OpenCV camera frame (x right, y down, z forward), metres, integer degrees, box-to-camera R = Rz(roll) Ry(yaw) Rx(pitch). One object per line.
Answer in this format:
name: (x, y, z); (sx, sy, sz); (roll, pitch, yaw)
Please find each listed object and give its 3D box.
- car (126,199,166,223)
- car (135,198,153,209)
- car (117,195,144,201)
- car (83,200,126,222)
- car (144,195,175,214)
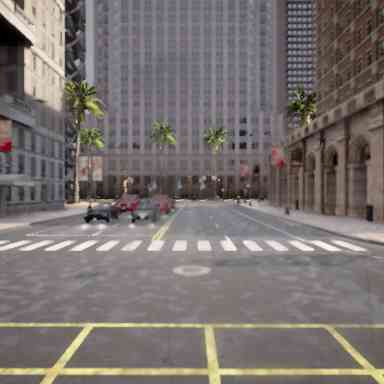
car: (-3.593, 1.559, 26.666); (2.128, 1.511, 4.902); (0, 0, 0)
car: (-6.855, 1.626, 47.671); (1.837, 1.490, 4.892); (0, 0, 1)
car: (-6.992, 1.316, 37.211); (2.150, 2.045, 5.566); (0, 0, 1)
car: (-7.098, 1.616, 26.958); (2.033, 1.411, 5.357); (0, 0, 0)
car: (-3.503, 1.315, 36.813); (2.150, 2.045, 5.566); (0, 0, 1)
